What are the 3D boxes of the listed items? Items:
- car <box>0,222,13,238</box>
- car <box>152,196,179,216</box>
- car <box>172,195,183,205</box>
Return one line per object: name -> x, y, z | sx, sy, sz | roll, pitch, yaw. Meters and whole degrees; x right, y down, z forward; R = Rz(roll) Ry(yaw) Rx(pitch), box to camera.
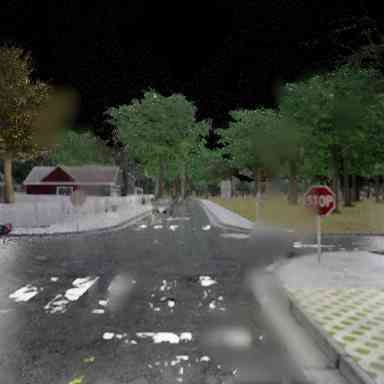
car -> -9.793, 1.450, 12.951 | 4.718, 1.301, 1.895 | 1, -2, -2
car -> -2.720, 1.420, 32.101 | 2.128, 1.511, 4.902 | 0, 0, 0
car -> -2.696, 1.238, 57.114 | 2.097, 1.767, 4.553 | 0, 0, 0
